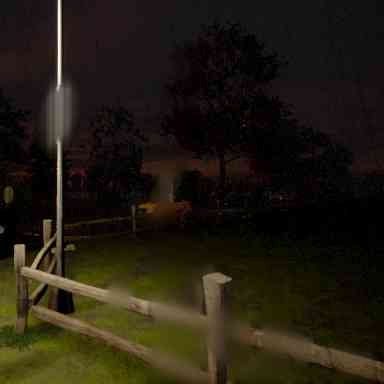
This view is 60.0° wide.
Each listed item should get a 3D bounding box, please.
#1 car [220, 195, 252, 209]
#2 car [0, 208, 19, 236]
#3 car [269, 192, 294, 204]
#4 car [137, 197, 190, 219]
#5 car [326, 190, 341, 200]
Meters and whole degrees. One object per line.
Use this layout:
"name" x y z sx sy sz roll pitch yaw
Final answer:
"car" 4.521 1.002 34.223 1.994 1.385 4.181 0 1 37
"car" -10.625 1.368 15.162 4.892 1.490 1.837 -1 1 -42
"car" 11.923 0.708 44.136 1.882 1.535 5.008 0 1 37
"car" -2.129 1.108 25.272 1.882 1.535 5.008 0 1 37
"car" 23.449 0.489 54.786 1.837 1.490 4.892 0 1 36
